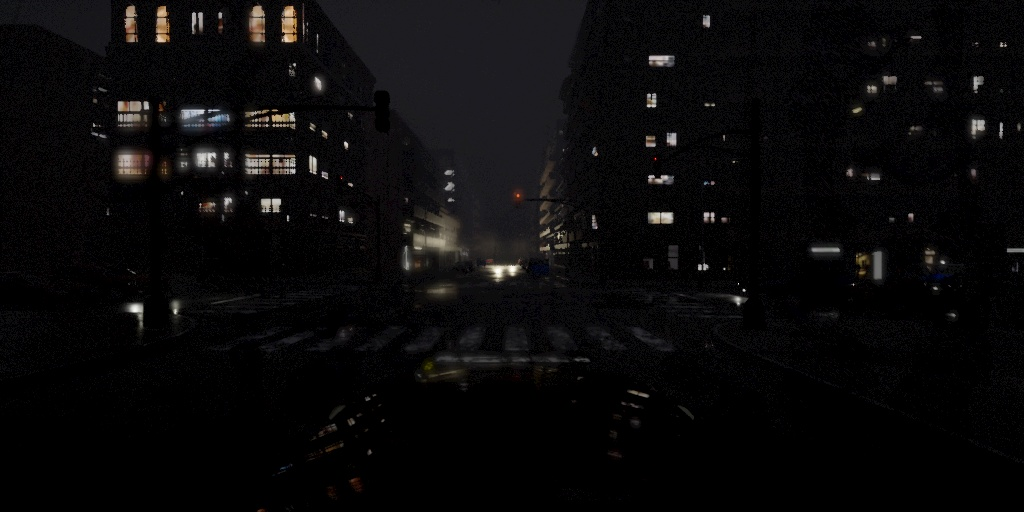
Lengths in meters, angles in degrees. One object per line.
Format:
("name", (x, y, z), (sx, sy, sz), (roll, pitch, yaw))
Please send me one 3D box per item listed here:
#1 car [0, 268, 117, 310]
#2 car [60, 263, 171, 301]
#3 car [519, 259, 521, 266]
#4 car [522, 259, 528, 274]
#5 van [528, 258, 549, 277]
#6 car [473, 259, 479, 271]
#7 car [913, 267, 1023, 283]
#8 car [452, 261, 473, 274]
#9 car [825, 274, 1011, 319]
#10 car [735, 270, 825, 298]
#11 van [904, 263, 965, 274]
("car", (-17.756, 1.215, 13.212), (4.207, 1.307, 1.802), (0, 0, 0))
("car", (-18.007, 1.086, 15.794), (5.008, 1.535, 1.882), (1, 0, 0))
("car", (2.615, 1.252, 58.012), (1.967, 1.591, 4.097), (0, 0, 0))
("car", (2.678, 1.091, 41.451), (2.192, 1.841, 5.009), (0, 0, 0))
("van", (2.774, 1.109, 35.954), (1.690, 1.789, 3.998), (0, 0, 0))
("car", (-5.896, 1.352, 47.012), (1.948, 1.339, 4.313), (0, 0, 0))
("car", (24.865, 1.516, 18.981), (4.892, 1.490, 1.837), (1, 0, 0))
("car", (-5.888, 1.358, 41.490), (1.802, 1.307, 4.207), (0, 0, 0))
("car", (14.696, 1.498, 13.194), (4.507, 1.381, 1.888), (0, 0, 0))
("car", (14.955, 1.453, 18.987), (5.357, 1.411, 2.033), (1, 0, 0))
("van", (26.070, 1.343, 21.558), (3.998, 1.789, 1.690), (0, 0, 0))
